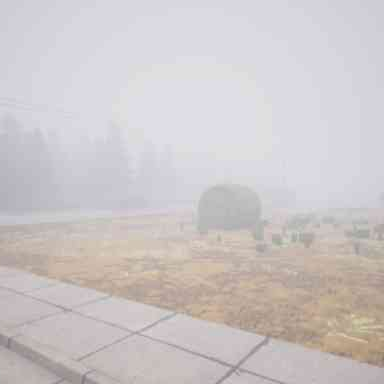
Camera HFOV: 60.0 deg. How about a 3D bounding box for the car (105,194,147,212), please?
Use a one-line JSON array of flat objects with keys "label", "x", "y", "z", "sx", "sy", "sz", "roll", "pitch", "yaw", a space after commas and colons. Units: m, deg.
[{"label": "car", "x": -7.869, "y": 1.227, "z": 40.159, "sx": 2.150, "sy": 2.045, "sz": 5.566, "roll": 0, "pitch": 0, "yaw": 36}]
